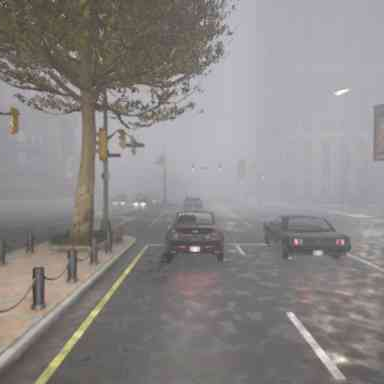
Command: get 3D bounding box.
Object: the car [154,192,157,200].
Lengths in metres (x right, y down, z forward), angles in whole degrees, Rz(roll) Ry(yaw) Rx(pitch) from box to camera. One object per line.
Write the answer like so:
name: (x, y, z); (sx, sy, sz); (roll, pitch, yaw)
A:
car: (-7.996, 0.740, 65.944); (1.837, 1.490, 4.892); (0, 1, 0)

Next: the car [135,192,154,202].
car: (-8.026, 0.866, 53.915); (2.128, 1.511, 4.902); (0, 1, 0)

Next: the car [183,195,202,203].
car: (0.101, 1.081, 35.345); (2.128, 1.511, 4.902); (0, 1, 0)

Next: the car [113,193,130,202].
car: (-11.515, 0.931, 54.568); (1.994, 1.385, 4.181); (0, 1, 0)

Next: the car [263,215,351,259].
car: (3.786, 1.461, 11.906); (1.895, 1.301, 4.718); (0, 1, 3)

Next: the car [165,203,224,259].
car: (0.095, 1.364, 11.999); (1.837, 1.490, 4.892); (0, 1, 0)
